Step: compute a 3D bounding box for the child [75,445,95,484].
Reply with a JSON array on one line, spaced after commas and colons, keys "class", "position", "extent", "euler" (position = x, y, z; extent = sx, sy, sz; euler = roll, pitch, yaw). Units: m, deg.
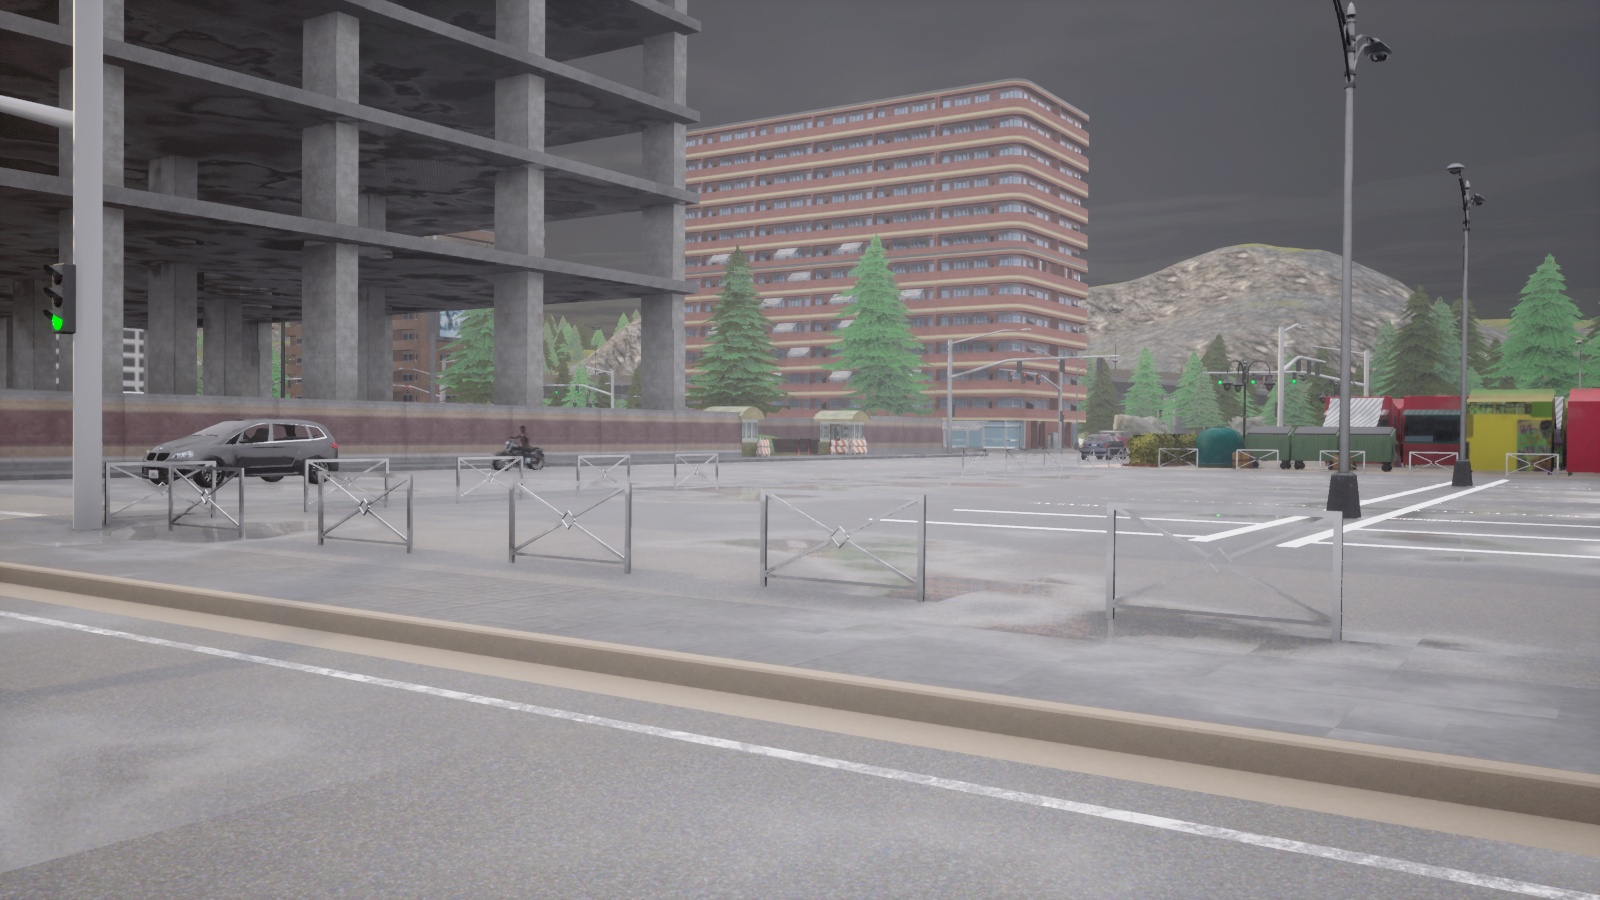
[{"class": "child", "position": [-20.662, 0.405, 36.292], "extent": [0.255, 1.110, 0.394], "euler": [0, 1, 34]}]

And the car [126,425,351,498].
[{"class": "car", "position": [-13.865, 0.219, 31.270], "extent": [2.242, 1.667, 4.611], "euler": [0, 1, 33]}]

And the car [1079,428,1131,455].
[{"class": "car", "position": [17.727, -0.501, 72.893], "extent": [1.789, 1.549, 3.705], "euler": [0, 1, 33]}]

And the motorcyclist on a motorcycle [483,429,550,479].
[{"class": "motorcyclist on a motorcycle", "position": [-9.852, 0.118, 43.728], "extent": [0.766, 1.649, 2.350], "euler": [0, 1, 33]}]
